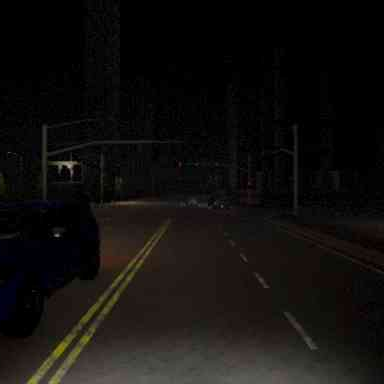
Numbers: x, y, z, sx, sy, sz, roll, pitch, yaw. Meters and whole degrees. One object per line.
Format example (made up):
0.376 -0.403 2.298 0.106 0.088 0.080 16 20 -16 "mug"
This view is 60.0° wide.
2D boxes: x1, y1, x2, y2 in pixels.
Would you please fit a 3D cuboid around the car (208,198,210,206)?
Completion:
3.513 1.252 50.922 2.097 1.767 4.553 0 0 0 "car"

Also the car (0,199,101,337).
-3.565 1.209 6.980 2.150 2.045 5.566 0 0 0 "car"

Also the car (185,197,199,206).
0.022 1.426 50.959 1.812 1.442 4.674 0 0 0 "car"

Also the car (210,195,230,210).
3.510 1.415 40.953 1.812 1.442 4.674 0 0 0 "car"
